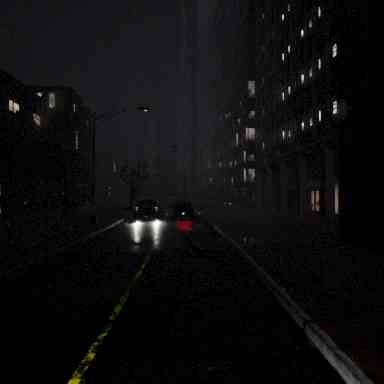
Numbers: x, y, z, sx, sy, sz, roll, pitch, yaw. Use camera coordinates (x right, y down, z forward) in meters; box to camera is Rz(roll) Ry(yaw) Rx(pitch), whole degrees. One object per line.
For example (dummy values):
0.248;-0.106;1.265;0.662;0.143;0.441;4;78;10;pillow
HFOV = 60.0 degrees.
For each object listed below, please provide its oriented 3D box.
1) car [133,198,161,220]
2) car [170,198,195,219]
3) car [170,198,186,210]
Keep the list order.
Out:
-3.701;1.344;28.100;2.097;1.767;4.553;0;0;-3;car
-0.836;1.499;29.470;1.837;1.490;4.892;0;0;-3;car
-1.840;1.510;43.149;1.812;1.442;4.674;0;0;-5;car
